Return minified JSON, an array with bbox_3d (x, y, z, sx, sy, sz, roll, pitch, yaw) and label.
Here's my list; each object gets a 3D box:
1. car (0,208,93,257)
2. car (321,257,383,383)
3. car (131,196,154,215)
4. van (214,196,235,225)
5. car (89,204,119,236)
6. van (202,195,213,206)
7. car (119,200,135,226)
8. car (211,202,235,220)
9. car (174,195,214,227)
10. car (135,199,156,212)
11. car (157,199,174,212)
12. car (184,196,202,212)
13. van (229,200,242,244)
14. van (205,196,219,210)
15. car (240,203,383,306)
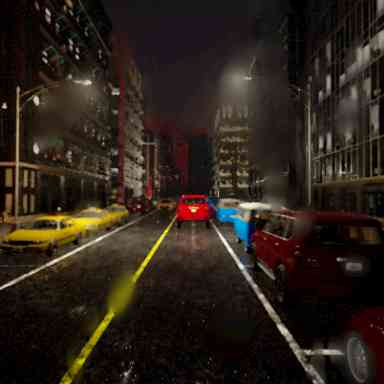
[{"bbox_3d":[-5.675,1.559,13.250,1.752,1.417,4.829,1,0,0],"label":"car"},{"bbox_3d":[2.704,1.589,2.436,1.802,1.307,4.206,1,0,0],"label":"car"},{"bbox_3d":[-5.672,1.405,35.465,2.192,1.841,5.009,1,0,0],"label":"car"},{"bbox_3d":[2.708,1.403,24.468,1.690,1.788,3.998,1,0,0],"label":"van"},{"bbox_3d":[-5.675,1.573,18.762,1.752,1.417,4.829,1,0,0],"label":"car"},{"bbox_3d":[2.705,1.487,57.516,1.690,1.788,3.998,1,0,0],"label":"van"},{"bbox_3d":[-5.676,1.587,24.272,1.752,1.417,4.829,1,0,0],"label":"car"},{"bbox_3d":[2.703,1.658,29.975,1.802,1.307,4.206,1,0,0],"label":"car"},{"bbox_3d":[0.099,1.276,23.323,2.150,2.045,5.566,0,-1,0],"label":"car"},{"bbox_3d":[-5.677,1.648,40.976,1.887,1.381,4.507,1,0,0],"label":"car"},{"bbox_3d":[-3.096,1.580,40.345,1.882,1.535,5.008,0,0,0],"label":"car"},{"bbox_3d":[0.098,1.456,41.229,2.097,1.767,4.553,0,0,0],"label":"car"},{"bbox_3d":[2.709,1.376,13.452,1.690,1.788,3.998,1,0,0],"label":"van"},{"bbox_3d":[2.706,1.459,46.499,1.690,1.788,3.998,1,0,0],"label":"van"},{"bbox_3d":[2.709,1.336,7.944,2.192,1.841,5.009,1,0,0],"label":"car"}]
